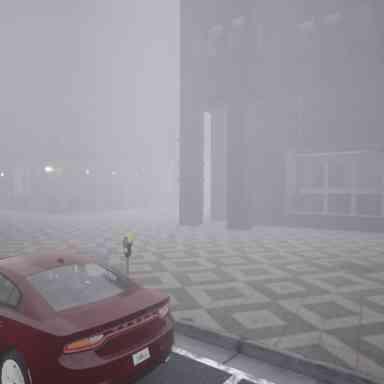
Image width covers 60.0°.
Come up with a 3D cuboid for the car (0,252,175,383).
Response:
[{"bbox_3d":[-2.293,1.544,4.759,4.507,1.381,1.887,0,0,37],"label":"car"}]
